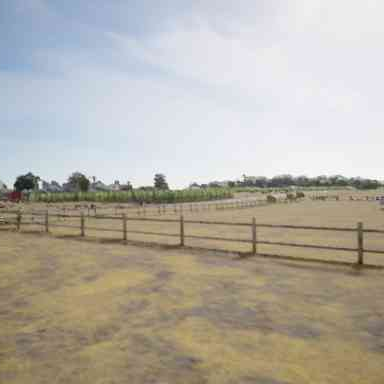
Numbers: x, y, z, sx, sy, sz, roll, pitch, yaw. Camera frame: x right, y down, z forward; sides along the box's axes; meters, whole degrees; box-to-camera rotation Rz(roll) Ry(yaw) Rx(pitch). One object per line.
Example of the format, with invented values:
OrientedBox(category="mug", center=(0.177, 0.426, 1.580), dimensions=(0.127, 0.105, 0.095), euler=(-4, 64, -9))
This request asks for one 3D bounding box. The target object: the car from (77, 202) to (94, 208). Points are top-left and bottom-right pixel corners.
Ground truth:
OrientedBox(category="car", center=(-21.303, 2.713, 66.547), dimensions=(1.882, 1.535, 5.008), euler=(-2, -1, 36))

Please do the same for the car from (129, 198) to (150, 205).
OrientedBox(category="car", center=(-12.523, 2.369, 78.737), dimensions=(2.150, 2.045, 5.566), euler=(-2, -1, 36))
